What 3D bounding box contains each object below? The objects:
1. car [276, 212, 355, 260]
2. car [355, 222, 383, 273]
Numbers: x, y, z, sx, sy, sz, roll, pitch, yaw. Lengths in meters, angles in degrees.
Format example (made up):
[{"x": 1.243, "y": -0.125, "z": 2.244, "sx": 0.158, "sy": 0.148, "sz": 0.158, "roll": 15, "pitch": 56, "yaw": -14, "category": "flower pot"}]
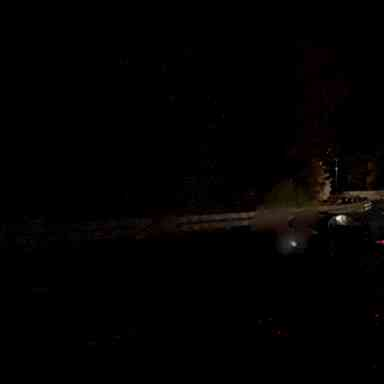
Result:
[{"x": 5.191, "y": 1.526, "z": 12.788, "sx": 4.902, "sy": 1.511, "sz": 2.128, "roll": 0, "pitch": 0, "yaw": -42, "category": "car"}, {"x": 6.929, "y": 1.511, "z": 9.667, "sx": 4.902, "sy": 1.511, "sz": 2.128, "roll": 0, "pitch": 0, "yaw": -42, "category": "car"}]
